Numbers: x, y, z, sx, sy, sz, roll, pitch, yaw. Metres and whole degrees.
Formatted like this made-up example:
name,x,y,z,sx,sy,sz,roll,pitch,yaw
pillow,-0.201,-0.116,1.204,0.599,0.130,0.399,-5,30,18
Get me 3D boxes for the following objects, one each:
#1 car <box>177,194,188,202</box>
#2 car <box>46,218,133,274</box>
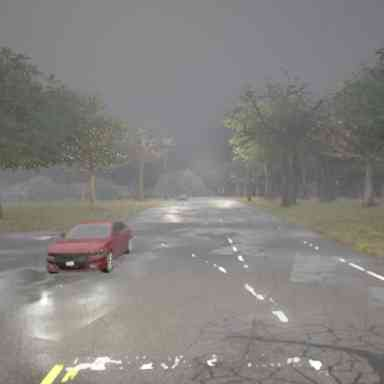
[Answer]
name,x,y,z,sx,sy,sz,roll,pitch,yaw
car,-1.830,1.179,63.934,2.033,1.411,5.357,-1,1,2
car,-3.429,1.745,11.953,1.882,1.535,5.008,-1,0,1
